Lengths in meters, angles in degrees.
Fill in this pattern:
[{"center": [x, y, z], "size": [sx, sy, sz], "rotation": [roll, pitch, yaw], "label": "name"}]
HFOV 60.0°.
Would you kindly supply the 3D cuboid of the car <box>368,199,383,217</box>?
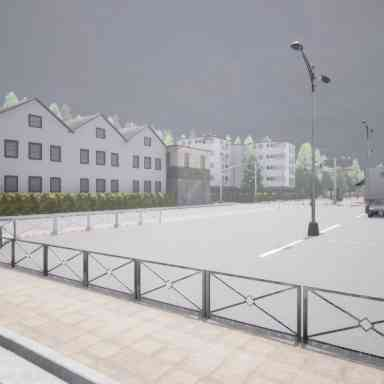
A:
[{"center": [15.443, 1.298, 26.791], "size": [2.007, 1.523, 4.514], "rotation": [0, 0, 35], "label": "car"}]
